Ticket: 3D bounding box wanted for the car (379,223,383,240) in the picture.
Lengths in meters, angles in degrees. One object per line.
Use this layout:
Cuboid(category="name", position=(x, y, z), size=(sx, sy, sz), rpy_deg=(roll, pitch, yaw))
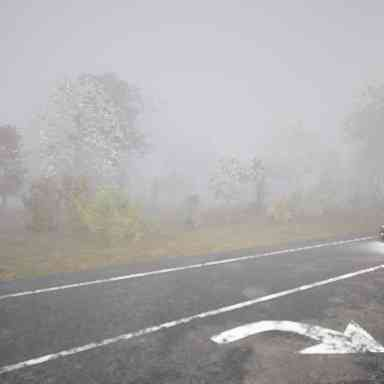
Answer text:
Cuboid(category="car", position=(10.826, 1.619, 15.994), size=(4.181, 1.385, 1.994), rpy_deg=(0, 0, -36))
